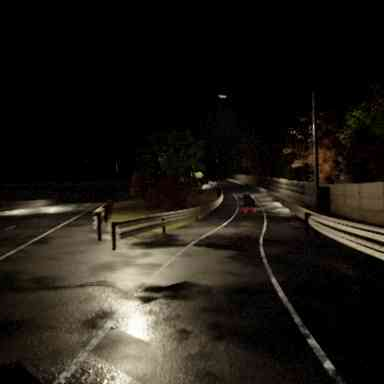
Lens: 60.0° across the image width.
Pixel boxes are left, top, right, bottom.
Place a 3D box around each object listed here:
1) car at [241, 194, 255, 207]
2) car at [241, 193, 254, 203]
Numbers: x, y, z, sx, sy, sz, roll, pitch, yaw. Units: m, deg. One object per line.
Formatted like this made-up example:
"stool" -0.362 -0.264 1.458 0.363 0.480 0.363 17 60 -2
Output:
"car" 9.111 1.613 53.118 1.812 1.442 4.674 -1 2 8
"car" 10.441 1.135 63.102 2.033 1.411 5.357 -1 3 6
